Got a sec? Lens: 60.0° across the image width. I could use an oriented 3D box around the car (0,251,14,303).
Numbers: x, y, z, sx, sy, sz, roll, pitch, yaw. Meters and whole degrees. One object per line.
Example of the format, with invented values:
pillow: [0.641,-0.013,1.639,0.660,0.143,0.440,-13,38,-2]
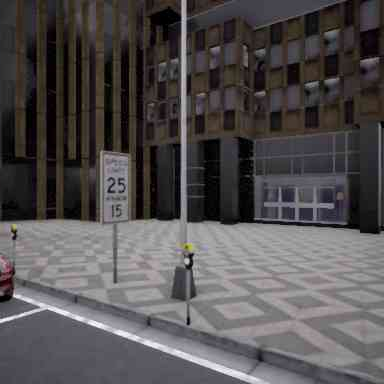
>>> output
car: [-5.532,1.440,6.909,4.097,1.590,1.967,0,0,36]
